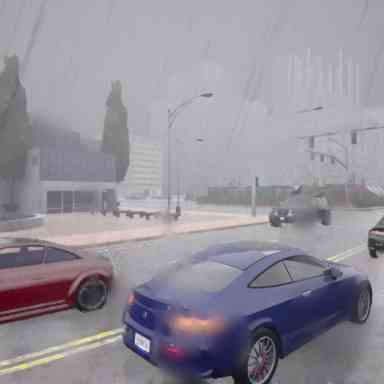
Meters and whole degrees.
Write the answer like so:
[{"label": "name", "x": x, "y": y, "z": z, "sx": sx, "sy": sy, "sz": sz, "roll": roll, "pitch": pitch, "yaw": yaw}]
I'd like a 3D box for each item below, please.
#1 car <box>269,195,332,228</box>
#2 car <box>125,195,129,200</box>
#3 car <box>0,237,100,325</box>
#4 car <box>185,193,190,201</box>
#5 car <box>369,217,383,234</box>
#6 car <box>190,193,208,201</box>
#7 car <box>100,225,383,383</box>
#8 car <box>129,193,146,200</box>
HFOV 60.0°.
[{"label": "car", "x": 7.163, "y": 1.226, "z": 21.582, "sx": 2.150, "sy": 2.045, "sz": 5.566, "roll": 0, "pitch": 0, "yaw": 43}, {"label": "car", "x": -16.241, "y": 1.153, "z": 92.043, "sx": 1.932, "sy": 1.855, "sz": 4.605, "roll": 0, "pitch": 0, "yaw": 44}, {"label": "car", "x": -3.514, "y": 1.564, "z": 6.042, "sx": 4.181, "sy": 1.385, "sz": 1.994, "roll": 0, "pitch": 0, "yaw": -39}, {"label": "car", "x": 0.013, "y": 1.156, "z": 76.458, "sx": 1.905, "sy": 1.878, "sz": 3.866, "roll": 0, "pitch": 0, "yaw": 44}, {"label": "car", "x": 7.747, "y": 1.491, "z": 11.790, "sx": 2.128, "sy": 1.511, "sz": 4.902, "roll": 0, "pitch": 0, "yaw": 43}, {"label": "car", "x": 2.097, "y": 1.395, "z": 74.448, "sx": 1.970, "sy": 1.475, "sz": 3.806, "roll": 0, "pitch": 0, "yaw": 44}, {"label": "car", "x": 1.162, "y": 1.526, "z": 5.278, "sx": 4.674, "sy": 1.442, "sz": 1.812, "roll": 0, "pitch": 0, "yaw": -42}, {"label": "car", "x": -14.188, "y": 1.156, "z": 90.002, "sx": 1.905, "sy": 1.878, "sz": 3.866, "roll": 0, "pitch": 0, "yaw": 44}]
